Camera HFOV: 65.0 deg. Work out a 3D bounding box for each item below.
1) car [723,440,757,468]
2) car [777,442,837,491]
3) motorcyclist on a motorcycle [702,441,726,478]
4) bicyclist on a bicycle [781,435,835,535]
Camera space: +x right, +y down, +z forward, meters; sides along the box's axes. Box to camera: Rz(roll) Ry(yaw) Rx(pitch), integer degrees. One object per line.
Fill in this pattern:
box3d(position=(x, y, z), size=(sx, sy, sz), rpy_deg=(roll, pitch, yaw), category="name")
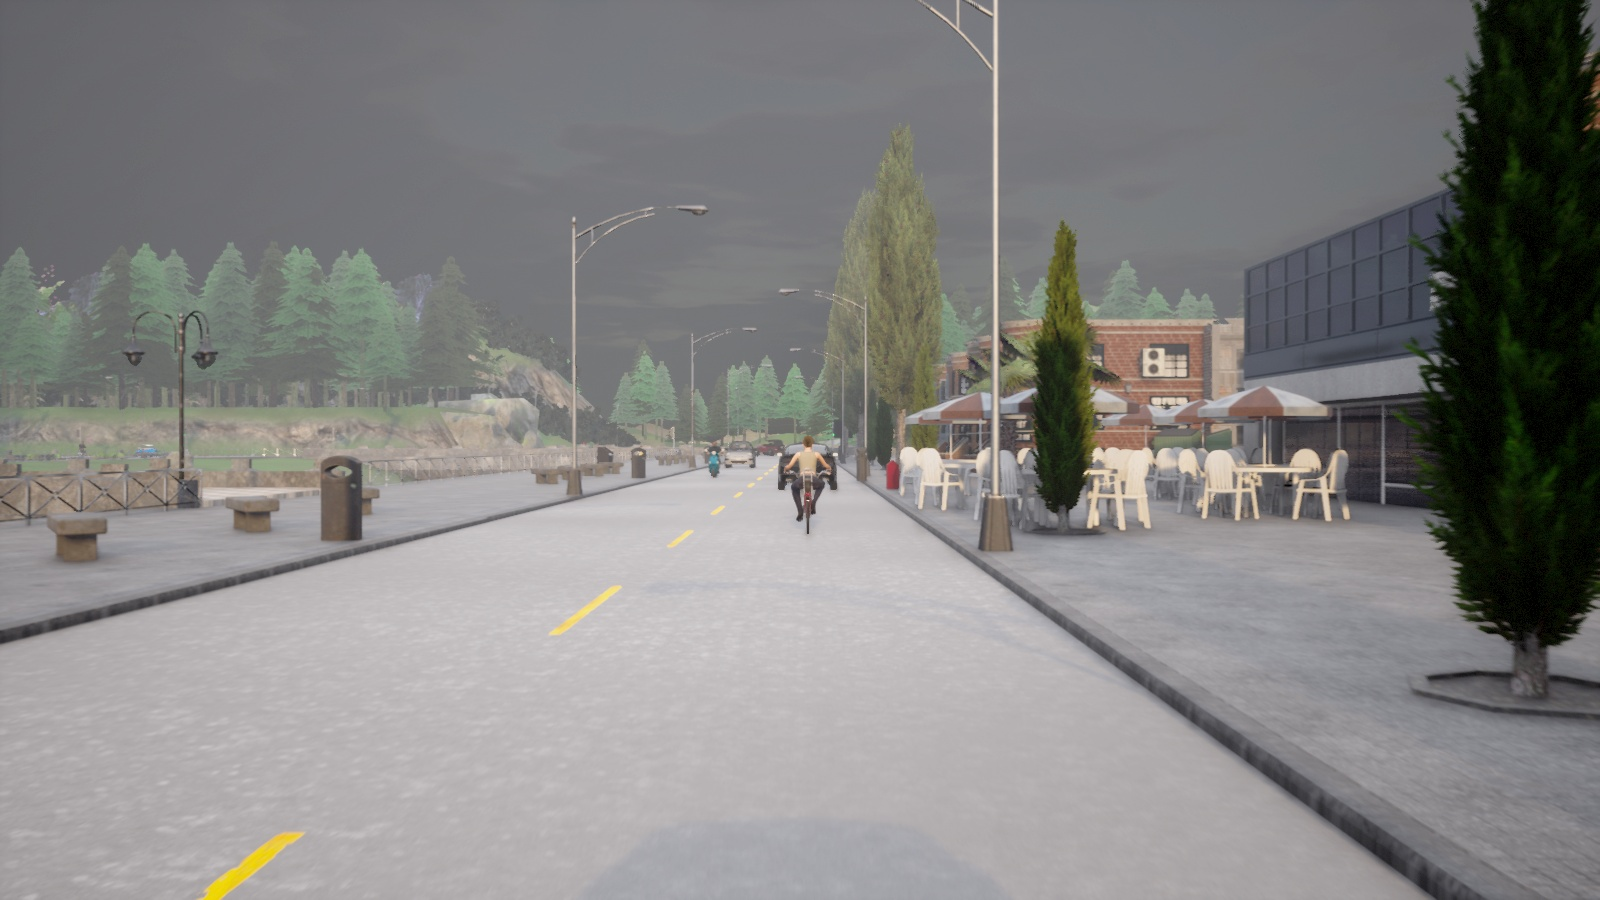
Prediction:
box3d(position=(-3.569, 0.219, 75.003), size=(1.851, 1.617, 3.988), rpy_deg=(0, 0, 0), category="car")
box3d(position=(0.247, 0.488, 41.889), size=(1.882, 1.535, 5.008), rpy_deg=(0, 0, 0), category="car")
box3d(position=(-3.685, 0.393, 53.975), size=(0.866, 1.590, 1.817), rpy_deg=(0, 0, 0), category="motorcyclist on a motorcycle")
box3d(position=(0.132, 0.564, 21.083), size=(0.866, 1.612, 1.509), rpy_deg=(0, 0, 0), category="bicyclist on a bicycle")
